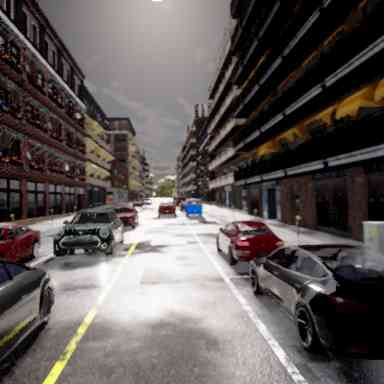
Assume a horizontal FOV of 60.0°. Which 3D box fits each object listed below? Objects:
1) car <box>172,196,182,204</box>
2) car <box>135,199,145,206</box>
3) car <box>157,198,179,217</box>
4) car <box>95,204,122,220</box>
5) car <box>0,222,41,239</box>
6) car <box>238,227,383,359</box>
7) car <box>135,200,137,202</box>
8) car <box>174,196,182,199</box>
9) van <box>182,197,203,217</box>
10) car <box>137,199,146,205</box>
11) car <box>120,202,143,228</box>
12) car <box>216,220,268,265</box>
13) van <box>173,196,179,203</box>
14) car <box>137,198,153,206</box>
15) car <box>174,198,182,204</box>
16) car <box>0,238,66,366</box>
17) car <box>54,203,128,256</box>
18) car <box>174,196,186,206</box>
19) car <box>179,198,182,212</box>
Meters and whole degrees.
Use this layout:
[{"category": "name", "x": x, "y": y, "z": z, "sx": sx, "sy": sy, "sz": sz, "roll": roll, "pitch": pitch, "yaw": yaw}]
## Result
[{"category": "car", "x": -3.780, "y": 1.982, "z": 83.748, "sx": 2.192, "sy": 1.841, "sz": 5.009, "roll": 0, "pitch": 0, "yaw": -4}, {"category": "car", "x": -11.264, "y": 2.289, "z": 72.020, "sx": 1.802, "sy": 1.307, "sz": 4.206, "roll": 0, "pitch": 0, "yaw": -4}, {"category": "car", "x": -2.648, "y": 1.774, "z": 35.491, "sx": 1.882, "sy": 1.535, "sz": 5.008, "roll": -1, "pitch": 0, "yaw": -4}, {"category": "car", "x": -8.212, "y": 1.939, "z": 33.144, "sx": 1.947, "sy": 1.339, "sz": 4.313, "roll": 0, "pitch": 0, "yaw": -4}, {"category": "car", "x": -6.468, "y": 1.729, "z": 10.930, "sx": 1.887, "sy": 1.381, "sz": 4.507, "roll": 0, "pitch": 0, "yaw": -4}, {"category": "car", "x": 2.324, "y": 1.566, "z": 5.993, "sx": 1.947, "sy": 1.339, "sz": 4.313, "roll": 0, "pitch": 0, "yaw": -4}, {"category": "car", "x": -10.828, "y": 2.204, "z": 66.468, "sx": 1.887, "sy": 1.381, "sz": 4.507, "roll": 0, "pitch": 0, "yaw": -4}, {"category": "car", "x": -2.037, "y": 1.790, "z": 61.533, "sx": 2.192, "sy": 1.841, "sz": 5.009, "roll": 0, "pitch": 0, "yaw": -4}, {"category": "van", "x": 0.143, "y": 1.578, "z": 33.764, "sx": 1.690, "sy": 1.788, "sz": 3.998, "roll": 0, "pitch": 0, "yaw": -4}, {"category": "car", "x": -11.700, "y": 2.337, "z": 77.574, "sx": 1.802, "sy": 1.307, "sz": 4.206, "roll": 0, "pitch": 0, "yaw": -4}, {"category": "car", "x": -4.910, "y": 1.731, "z": 24.162, "sx": 1.882, "sy": 1.535, "sz": 5.008, "roll": -1, "pitch": 0, "yaw": -5}, {"category": "car", "x": 1.888, "y": 1.629, "z": 11.546, "sx": 1.802, "sy": 1.307, "sz": 4.206, "roll": 0, "pitch": 0, "yaw": -4}, {"category": "van", "x": -4.652, "y": 2.105, "z": 94.855, "sx": 1.690, "sy": 1.788, "sz": 3.998, "roll": 0, "pitch": 0, "yaw": -4}, {"category": "car", "x": -6.913, "y": 1.571, "z": 50.732, "sx": 1.882, "sy": 1.535, "sz": 5.008, "roll": -1, "pitch": 0, "yaw": -4}, {"category": "car", "x": -3.357, "y": 2.146, "z": 78.361, "sx": 1.752, "sy": 1.417, "sz": 4.829, "roll": 0, "pitch": 0, "yaw": -4}, {"category": "car", "x": -3.370, "y": 1.649, "z": 4.389, "sx": 1.994, "sy": 1.385, "sz": 4.181, "roll": -1, "pitch": 0, "yaw": -5}, {"category": "car", "x": -4.116, "y": 1.518, "z": 13.895, "sx": 2.097, "sy": 1.767, "sz": 4.553, "roll": -1, "pitch": 0, "yaw": -4}, {"category": "car", "x": -2.473, "y": 1.838, "z": 67.086, "sx": 2.192, "sy": 1.841, "sz": 5.009, "roll": 0, "pitch": 0, "yaw": -4}, {"category": "car", "x": -0.728, "y": 1.877, "z": 44.869, "sx": 1.887, "sy": 1.381, "sz": 4.507, "roll": 0, "pitch": 0, "yaw": -4}]
